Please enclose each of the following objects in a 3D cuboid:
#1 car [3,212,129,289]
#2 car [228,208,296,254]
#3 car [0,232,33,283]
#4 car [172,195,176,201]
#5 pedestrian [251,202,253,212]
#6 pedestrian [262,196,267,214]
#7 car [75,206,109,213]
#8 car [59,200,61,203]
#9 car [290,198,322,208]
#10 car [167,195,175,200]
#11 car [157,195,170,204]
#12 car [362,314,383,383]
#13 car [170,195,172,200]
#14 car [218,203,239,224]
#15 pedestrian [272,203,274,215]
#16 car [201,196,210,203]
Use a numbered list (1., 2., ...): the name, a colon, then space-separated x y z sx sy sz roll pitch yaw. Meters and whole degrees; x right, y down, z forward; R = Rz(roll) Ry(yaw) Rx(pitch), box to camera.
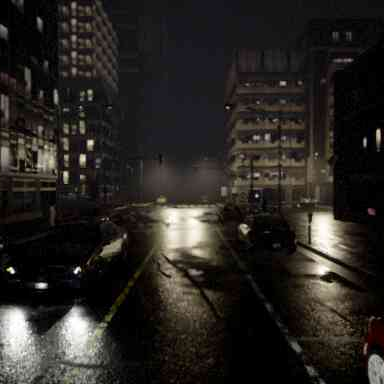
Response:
1. car: -3.094 1.542 9.498 2.033 1.411 5.357 0 0 0
2. car: 2.816 1.543 13.243 2.008 1.369 4.403 -1 0 0
3. car: -5.800 1.547 7.661 2.008 1.369 4.403 -1 0 0
4. car: -5.652 1.504 85.110 1.887 1.381 4.507 -1 0 0
5. pedestrian: 6.156 1.512 34.058 0.500 1.100 0.500 -1 1 0
6. pedestrian: 7.155 1.289 32.853 0.375 1.860 0.375 -1 1 0
7. car: -5.820 1.534 18.950 1.887 1.381 4.507 -1 0 0
8. car: -21.632 1.260 48.177 4.829 1.417 1.752 0 0 1
9. car: 16.342 1.605 47.658 4.403 1.369 2.008 0 1 1
10. car: -5.648 1.539 90.764 1.802 1.307 4.206 -1 0 0
11. car: -5.666 1.494 62.322 1.752 1.417 4.829 -1 0 0
12. car: 2.748 1.543 1.955 1.887 1.381 4.507 -1 0 0
13. car: -5.662 1.532 68.146 1.947 1.339 4.313 -1 0 0
14. car: 2.822 1.511 24.702 1.752 1.417 4.829 -1 0 0
15. pedestrian: 8.155 1.318 33.453 0.375 1.860 0.375 -1 1 0
16. car: 2.718 1.516 68.142 2.008 1.369 4.403 -1 0 0
